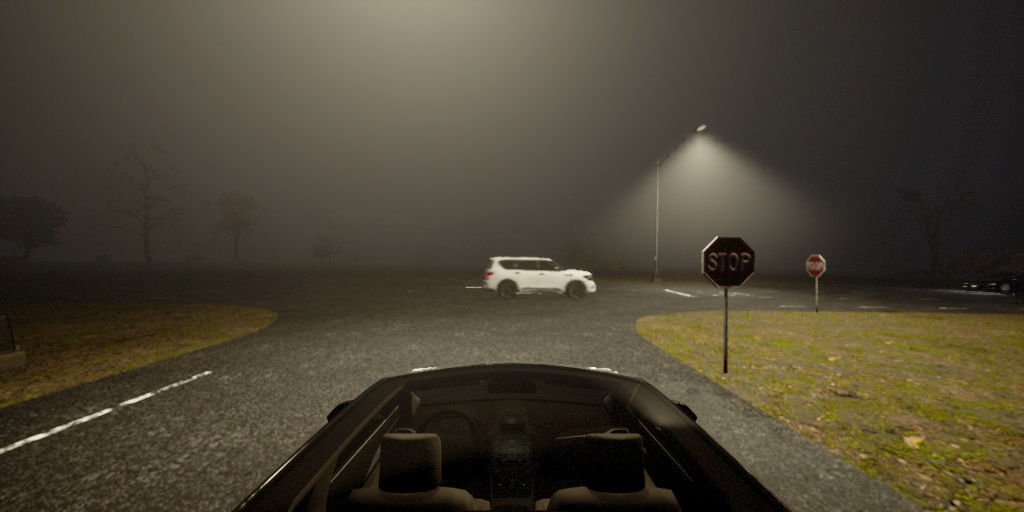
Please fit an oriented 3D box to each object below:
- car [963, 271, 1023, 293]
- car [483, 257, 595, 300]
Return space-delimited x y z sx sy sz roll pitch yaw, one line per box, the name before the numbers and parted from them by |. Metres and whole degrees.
car | 34.701 1.825 25.032 4.892 1.490 1.837 -1 0 0
car | 1.322 1.072 18.240 5.566 2.045 2.150 0 0 0
